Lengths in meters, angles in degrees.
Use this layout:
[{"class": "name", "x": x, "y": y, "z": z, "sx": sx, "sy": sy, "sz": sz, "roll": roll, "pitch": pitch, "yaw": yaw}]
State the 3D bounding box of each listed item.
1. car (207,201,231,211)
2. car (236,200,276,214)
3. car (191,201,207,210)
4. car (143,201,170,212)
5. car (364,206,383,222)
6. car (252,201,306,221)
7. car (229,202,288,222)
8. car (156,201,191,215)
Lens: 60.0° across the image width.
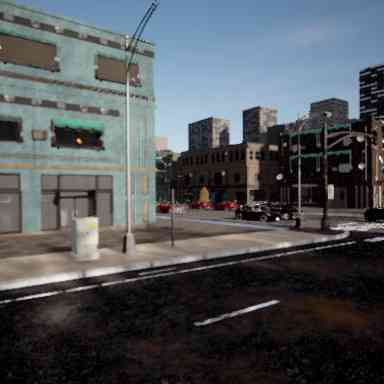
[{"class": "car", "x": 4.368, "y": 1.847, "z": 44.235, "sx": 1.802, "sy": 1.307, "sz": 4.206, "roll": -2, "pitch": 0, "yaw": -35}, {"class": "car", "x": 7.577, "y": 1.753, "z": 39.725, "sx": 2.008, "sy": 1.369, "sz": 4.403, "roll": -2, "pitch": 0, "yaw": -35}, {"class": "car", "x": 1.160, "y": 1.908, "z": 48.745, "sx": 1.802, "sy": 1.307, "sz": 4.206, "roll": -2, "pitch": 0, "yaw": -35}, {"class": "car", "x": -5.144, "y": 2.027, "z": 47.657, "sx": 1.895, "sy": 1.301, "sz": 4.718, "roll": -1, "pitch": 0, "yaw": -35}, {"class": "car", "x": 15.004, "y": 1.497, "z": 24.245, "sx": 2.128, "sy": 1.511, "sz": 4.902, "roll": -1, "pitch": -1, "yaw": -25}, {"class": "car", "x": 7.771, "y": 1.675, "z": 29.517, "sx": 1.837, "sy": 1.490, "sz": 4.892, "roll": -1, "pitch": 1, "yaw": -34}, {"class": "car", "x": 5.487, "y": 1.774, "z": 27.998, "sx": 1.947, "sy": 1.339, "sz": 4.313, "roll": -2, "pitch": 0, "yaw": -35}, {"class": "car", "x": -2.462, "y": 1.805, "z": 39.374, "sx": 1.967, "sy": 1.590, "sz": 4.097, "roll": -2, "pitch": 0, "yaw": -35}]
